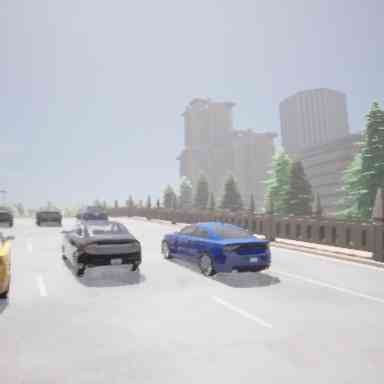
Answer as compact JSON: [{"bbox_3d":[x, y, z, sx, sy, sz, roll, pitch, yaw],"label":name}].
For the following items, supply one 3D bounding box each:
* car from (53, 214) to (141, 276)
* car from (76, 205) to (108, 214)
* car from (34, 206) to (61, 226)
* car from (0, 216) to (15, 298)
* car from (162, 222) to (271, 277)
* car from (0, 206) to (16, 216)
[{"bbox_3d":[-3.202,1.716,11.227,2.128,1.511,4.902,2,-2,-28],"label":"car"},{"bbox_3d":[-8.869,1.906,29.302,2.097,1.767,4.553,2,-2,-28],"label":"car"},{"bbox_3d":[-12.152,1.943,28.016,2.128,1.511,4.902,2,-2,-28],"label":"car"},{"bbox_3d":[-5.616,1.575,8.319,1.882,1.535,5.008,2,-2,-28],"label":"car"},{"bbox_3d":[0.576,1.793,11.575,1.882,1.535,5.008,2,-2,-28],"label":"car"},{"bbox_3d":[-15.158,1.844,26.217,1.837,1.490,4.892,2,-2,-28],"label":"car"}]
